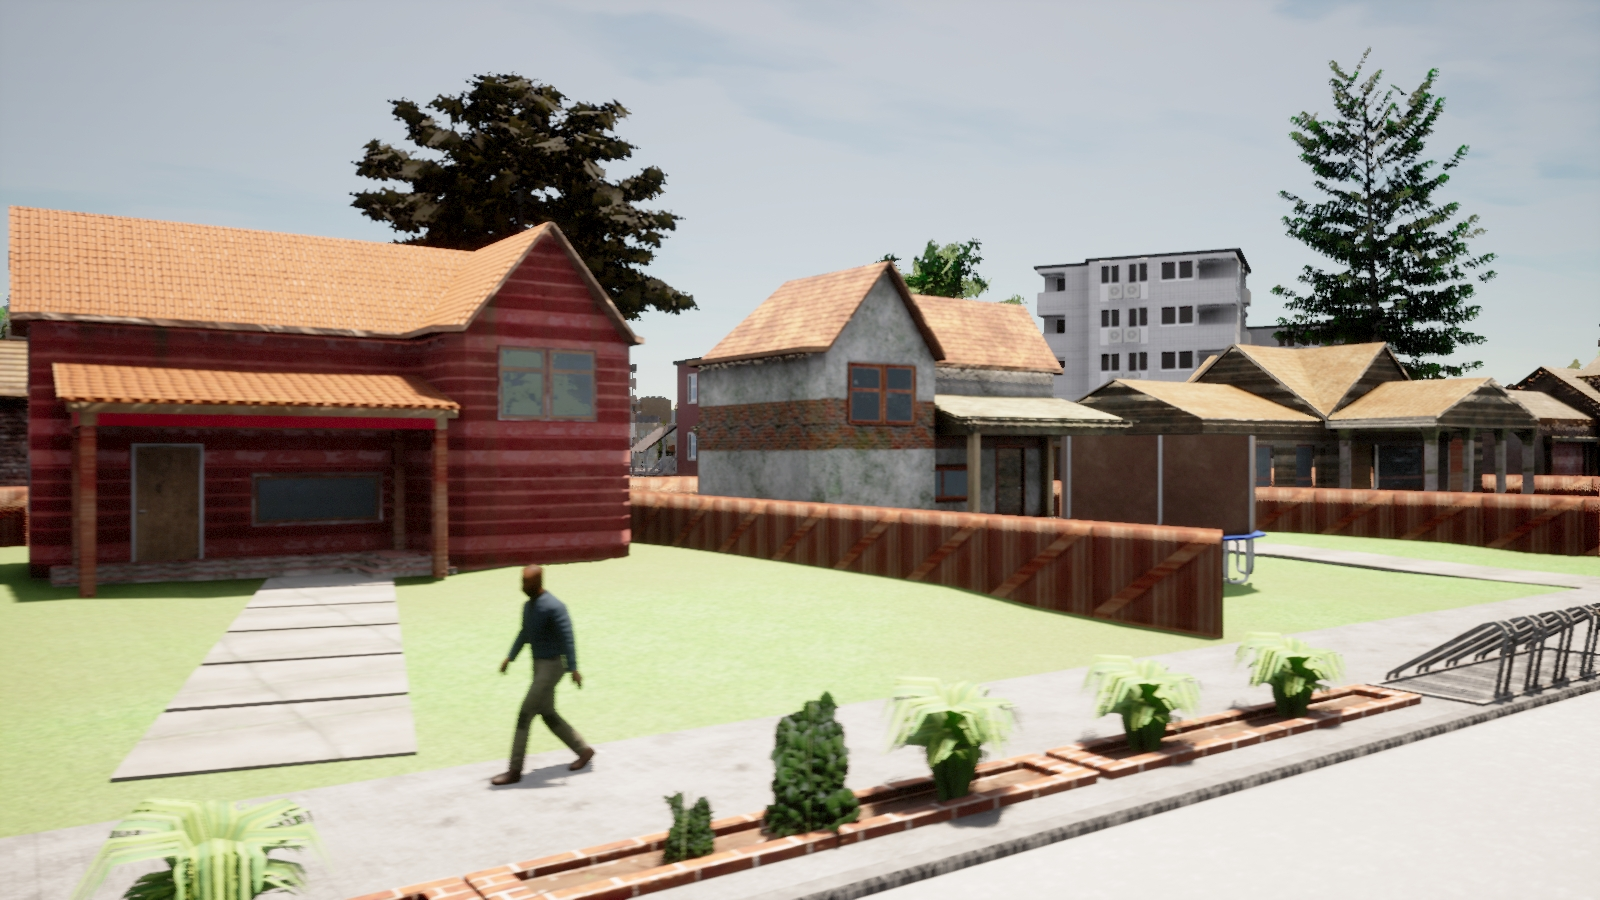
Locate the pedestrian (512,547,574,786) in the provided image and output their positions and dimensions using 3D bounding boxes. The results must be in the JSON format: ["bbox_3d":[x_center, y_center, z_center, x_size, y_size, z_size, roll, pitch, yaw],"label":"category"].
[{"bbox_3d":[-2.100,1.743,9.347,0.375,1.860,0.375,0,0,-36],"label":"pedestrian"}]
